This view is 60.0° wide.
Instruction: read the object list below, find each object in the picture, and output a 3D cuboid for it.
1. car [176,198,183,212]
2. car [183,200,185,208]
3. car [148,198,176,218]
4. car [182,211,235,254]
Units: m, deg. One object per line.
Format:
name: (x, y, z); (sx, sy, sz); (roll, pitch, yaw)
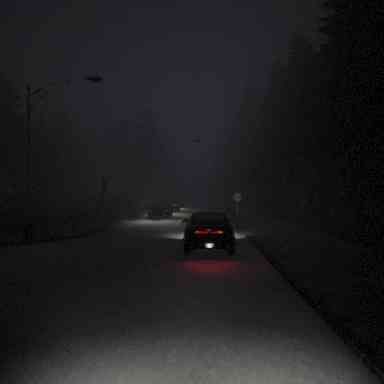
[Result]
car: (-2.503, 1.578, 40.369); (1.882, 1.535, 5.008); (0, 0, 2)
car: (-2.052, 1.643, 50.561); (1.812, 1.442, 4.674); (0, 0, 2)
car: (-2.873, 1.562, 31.031); (1.882, 1.535, 5.008); (0, 0, 2)
car: (0.674, 1.528, 13.540); (1.837, 1.490, 4.892); (0, 0, 2)
